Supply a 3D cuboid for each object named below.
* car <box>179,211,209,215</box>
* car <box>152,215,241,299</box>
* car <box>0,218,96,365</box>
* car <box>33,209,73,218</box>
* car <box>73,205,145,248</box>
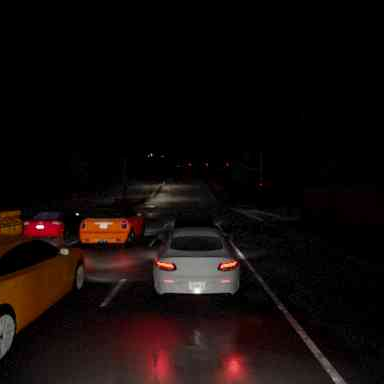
[{"bbox_3d":[0.094,1.601,17.189,1.895,1.301,4.718,0,0,0],"label":"car"},{"bbox_3d":[0.094,1.526,8.301,1.812,1.442,4.674,0,0,0],"label":"car"},{"bbox_3d":[-3.403,1.478,5.776,1.882,1.535,5.008,0,0,0],"label":"car"},{"bbox_3d":[-6.906,1.564,17.145,1.994,1.385,4.181,0,0,0],"label":"car"},{"bbox_3d":[-3.406,1.352,14.950,2.097,1.767,4.553,0,0,0],"label":"car"}]
